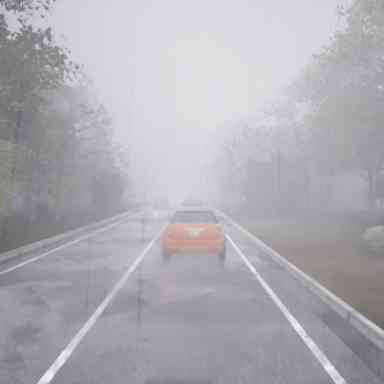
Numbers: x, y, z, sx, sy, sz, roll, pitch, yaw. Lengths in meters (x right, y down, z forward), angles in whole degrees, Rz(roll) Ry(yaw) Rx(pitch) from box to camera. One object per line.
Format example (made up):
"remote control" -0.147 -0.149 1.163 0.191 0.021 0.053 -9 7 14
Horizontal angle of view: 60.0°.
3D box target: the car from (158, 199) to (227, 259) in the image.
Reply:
"car" 0.088 1.331 12.669 2.097 1.767 4.553 0 0 0

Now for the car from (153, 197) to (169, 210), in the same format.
"car" -3.580 1.375 39.878 2.128 1.511 4.902 0 0 0
